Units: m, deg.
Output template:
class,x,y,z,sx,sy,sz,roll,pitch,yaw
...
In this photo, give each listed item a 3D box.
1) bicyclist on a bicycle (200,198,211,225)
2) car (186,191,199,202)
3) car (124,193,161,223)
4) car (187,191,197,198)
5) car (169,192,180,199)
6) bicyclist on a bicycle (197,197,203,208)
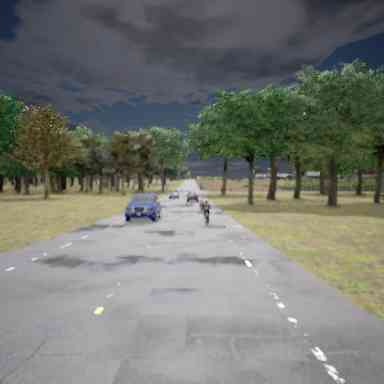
class,x,y,z,sx,sy,sz,roll,pitch,yaw
bicyclist on a bicycle,0.971,1.388,21.772,0.582,1.620,1.656,0,0,0
car,0.115,0.887,56.119,1.812,1.442,4.674,0,1,0
car,-3.589,1.127,25.246,2.150,2.045,5.566,0,1,0
car,0.030,0.508,74.107,2.128,1.511,4.902,0,1,0
car,-3.488,0.725,65.692,1.994,1.385,4.181,0,1,1
bicyclist on a bicycle,0.954,1.249,32.708,0.866,1.612,1.509,0,1,0
